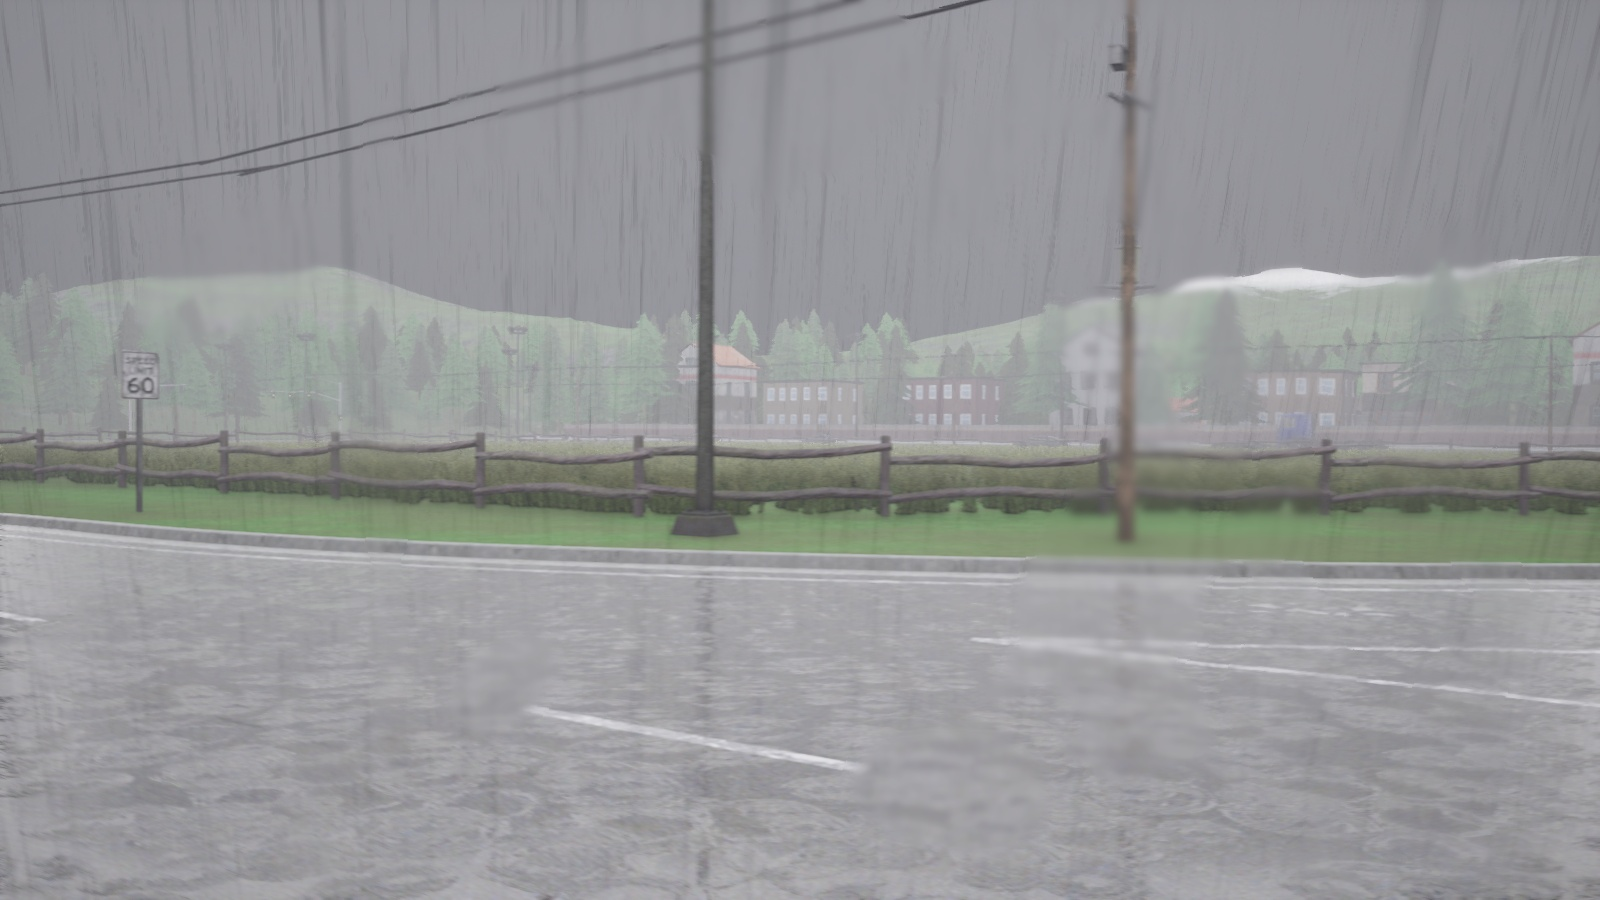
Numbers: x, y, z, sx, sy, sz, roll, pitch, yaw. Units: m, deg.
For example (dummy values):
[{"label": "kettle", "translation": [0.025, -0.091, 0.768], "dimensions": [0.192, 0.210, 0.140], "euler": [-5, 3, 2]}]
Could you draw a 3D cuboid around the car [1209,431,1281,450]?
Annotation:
[{"label": "car", "translation": [33.042, -0.704, 93.305], "dimensions": [4.718, 1.301, 1.895], "euler": [0, 1, 34]}]
